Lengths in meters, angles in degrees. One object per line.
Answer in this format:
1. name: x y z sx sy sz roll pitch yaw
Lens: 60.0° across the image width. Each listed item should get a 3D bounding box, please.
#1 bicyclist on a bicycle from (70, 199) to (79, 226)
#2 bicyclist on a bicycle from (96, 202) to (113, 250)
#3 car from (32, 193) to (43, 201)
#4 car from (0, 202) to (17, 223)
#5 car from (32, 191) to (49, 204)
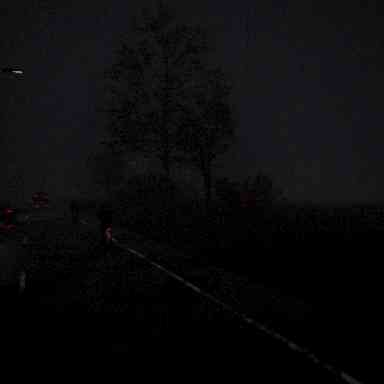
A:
1. bicyclist on a bicycle: -7.226 1.291 20.562 0.582 1.620 1.656 -1 0 -26
2. bicyclist on a bicycle: -3.348 1.263 12.655 0.659 1.776 1.843 -1 1 -26
3. car: -31.171 1.056 67.147 1.812 1.442 4.674 -1 1 -26
4. car: -13.479 1.413 23.387 1.994 1.385 4.181 -1 1 -26
5. car: -23.585 0.855 51.907 2.150 2.045 5.566 -1 1 -26
